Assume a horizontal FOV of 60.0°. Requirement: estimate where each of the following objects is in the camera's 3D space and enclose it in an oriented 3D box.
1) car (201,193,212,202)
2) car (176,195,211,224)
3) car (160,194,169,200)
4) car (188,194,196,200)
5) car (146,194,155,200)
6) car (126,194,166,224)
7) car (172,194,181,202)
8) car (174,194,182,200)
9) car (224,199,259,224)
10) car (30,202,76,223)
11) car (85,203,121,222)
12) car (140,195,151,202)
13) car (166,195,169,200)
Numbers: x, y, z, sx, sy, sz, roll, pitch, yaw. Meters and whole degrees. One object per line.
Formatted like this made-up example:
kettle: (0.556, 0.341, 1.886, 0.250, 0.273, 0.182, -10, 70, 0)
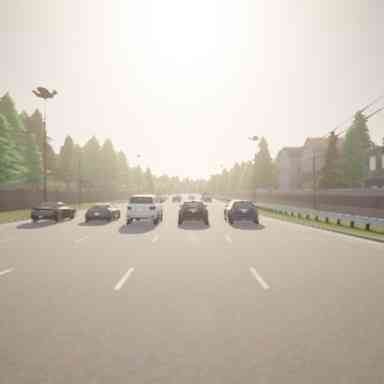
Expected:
car: (3.484, 1.492, 74.484, 1.837, 1.490, 4.892, 0, 0, 0)
car: (0.094, 1.352, 25.059, 2.097, 1.767, 4.553, 0, 0, 0)
car: (-7.018, 1.356, 84.902, 1.812, 1.442, 4.674, 0, 0, 0)
car: (-0.018, 1.310, 84.903, 1.882, 1.535, 5.008, 0, 0, 0)
car: (-10.518, 1.356, 84.901, 1.812, 1.442, 4.674, 0, 0, 0)
car: (-3.405, 1.221, 24.668, 2.150, 2.045, 5.566, 0, 0, 0)
car: (-3.516, 1.491, 74.482, 1.837, 1.490, 4.892, 0, 0, 0)
car: (-3.518, 1.332, 84.902, 1.837, 1.490, 4.892, 0, 0, 0)
car: (3.595, 1.352, 25.053, 2.097, 1.767, 4.553, 0, 0, 0)
car: (-10.406, 1.491, 25.293, 2.128, 1.511, 4.902, 0, 0, 0)
car: (-6.907, 1.564, 26.167, 1.994, 1.385, 4.181, 0, 0, 0)
car: (-10.516, 1.516, 74.898, 1.812, 1.442, 4.674, 0, 0, 0)
car: (-7.016, 1.531, 74.482, 2.033, 1.411, 5.357, 0, 0, 0)
